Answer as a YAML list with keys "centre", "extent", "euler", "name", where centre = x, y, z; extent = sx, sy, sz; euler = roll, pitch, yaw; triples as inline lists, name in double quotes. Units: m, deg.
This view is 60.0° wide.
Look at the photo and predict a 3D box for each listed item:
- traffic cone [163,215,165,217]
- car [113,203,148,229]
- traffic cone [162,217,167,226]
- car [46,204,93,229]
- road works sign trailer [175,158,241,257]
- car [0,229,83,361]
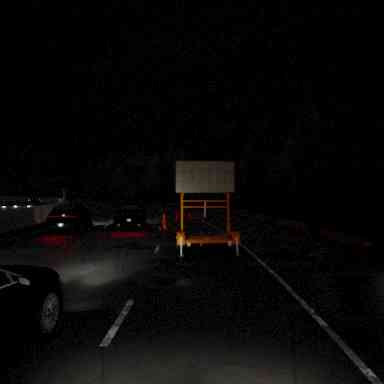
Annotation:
- centre: [-1.806, 1.959, 21.919]
  extent: [0.340, 0.580, 0.340]
  euler: [0, 0, -5]
  name: "traffic cone"
- centre: [-3.959, 1.481, 21.698]
  extent: [1.882, 1.535, 5.008]
  euler: [0, 0, -7]
  name: "car"
- centre: [-1.622, 1.958, 19.927]
  extent: [0.340, 0.580, 0.340]
  euler: [0, 0, -5]
  name: "traffic cone"
- centre: [-7.296, 1.506, 20.152]
  extent: [1.837, 1.490, 4.892]
  euler: [0, 0, -7]
  name: "car"
- centre: [0.502, 0.466, 13.093]
  extent: [2.380, 3.560, 2.880]
  euler: [0, 0, -5]
  name: "road works sign trailer"
- centre: [-3.168, 1.492, 3.731]
  extent: [2.128, 1.511, 4.902]
  euler: [0, 0, 2]
  name: "car"
